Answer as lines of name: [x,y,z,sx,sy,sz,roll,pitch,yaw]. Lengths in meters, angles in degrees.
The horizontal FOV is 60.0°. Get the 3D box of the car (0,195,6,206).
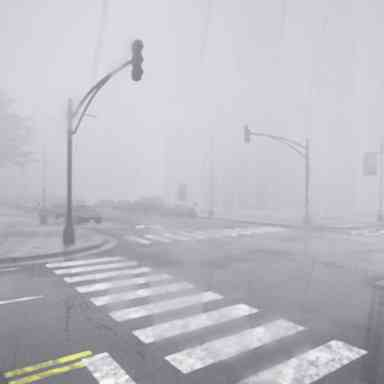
car: [-28.153,1.510,51.676,1.947,1.339,4.313,1,0,-36]

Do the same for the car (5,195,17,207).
car: [-24.706,1.482,46.998,1.752,1.417,4.829,1,0,-36]

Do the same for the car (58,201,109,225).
car: [-8.084,1.607,24.432,1.947,1.339,4.313,1,0,-36]

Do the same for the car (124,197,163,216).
car: [-4.562,1.399,34.028,2.192,1.841,5.009,1,0,-36]

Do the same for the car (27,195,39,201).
car: [-38.107,1.480,79.563,1.752,1.417,4.829,1,0,-36]

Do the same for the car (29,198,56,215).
car: [-14.774,1.584,33.514,1.802,1.307,4.206,1,0,-36]

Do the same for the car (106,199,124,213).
car: [-7.908,1.631,38.567,1.947,1.339,4.313,1,0,-36]

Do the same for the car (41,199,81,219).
car: [-11.429,1.586,28.973,1.947,1.339,4.313,1,0,-36]

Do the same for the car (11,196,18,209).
car: [-21.463,1.552,42.594,1.802,1.307,4.206,1,0,-36]

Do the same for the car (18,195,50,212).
car: [-18.117,1.425,38.054,1.967,1.590,4.097,1,0,-36]

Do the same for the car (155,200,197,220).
car: [-1.219,1.686,29.487,1.802,1.307,4.206,1,0,-36]

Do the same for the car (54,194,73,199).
car: [-21.283,1.322,56.727,2.192,1.841,5.009,1,0,-36]

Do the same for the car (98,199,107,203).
car: [-11.252,1.614,43.106,1.947,1.339,4.313,1,0,-36]

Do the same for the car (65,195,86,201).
car: [-17.941,1.564,52.186,1.887,1.381,4.507,1,0,-36]

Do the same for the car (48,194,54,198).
car: [-24.629,1.561,61.266,1.947,1.339,4.313,1,0,-36]

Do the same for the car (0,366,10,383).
car: [-3.273,1.480,1.104,4.892,1.490,1.837,0,0,-36]
